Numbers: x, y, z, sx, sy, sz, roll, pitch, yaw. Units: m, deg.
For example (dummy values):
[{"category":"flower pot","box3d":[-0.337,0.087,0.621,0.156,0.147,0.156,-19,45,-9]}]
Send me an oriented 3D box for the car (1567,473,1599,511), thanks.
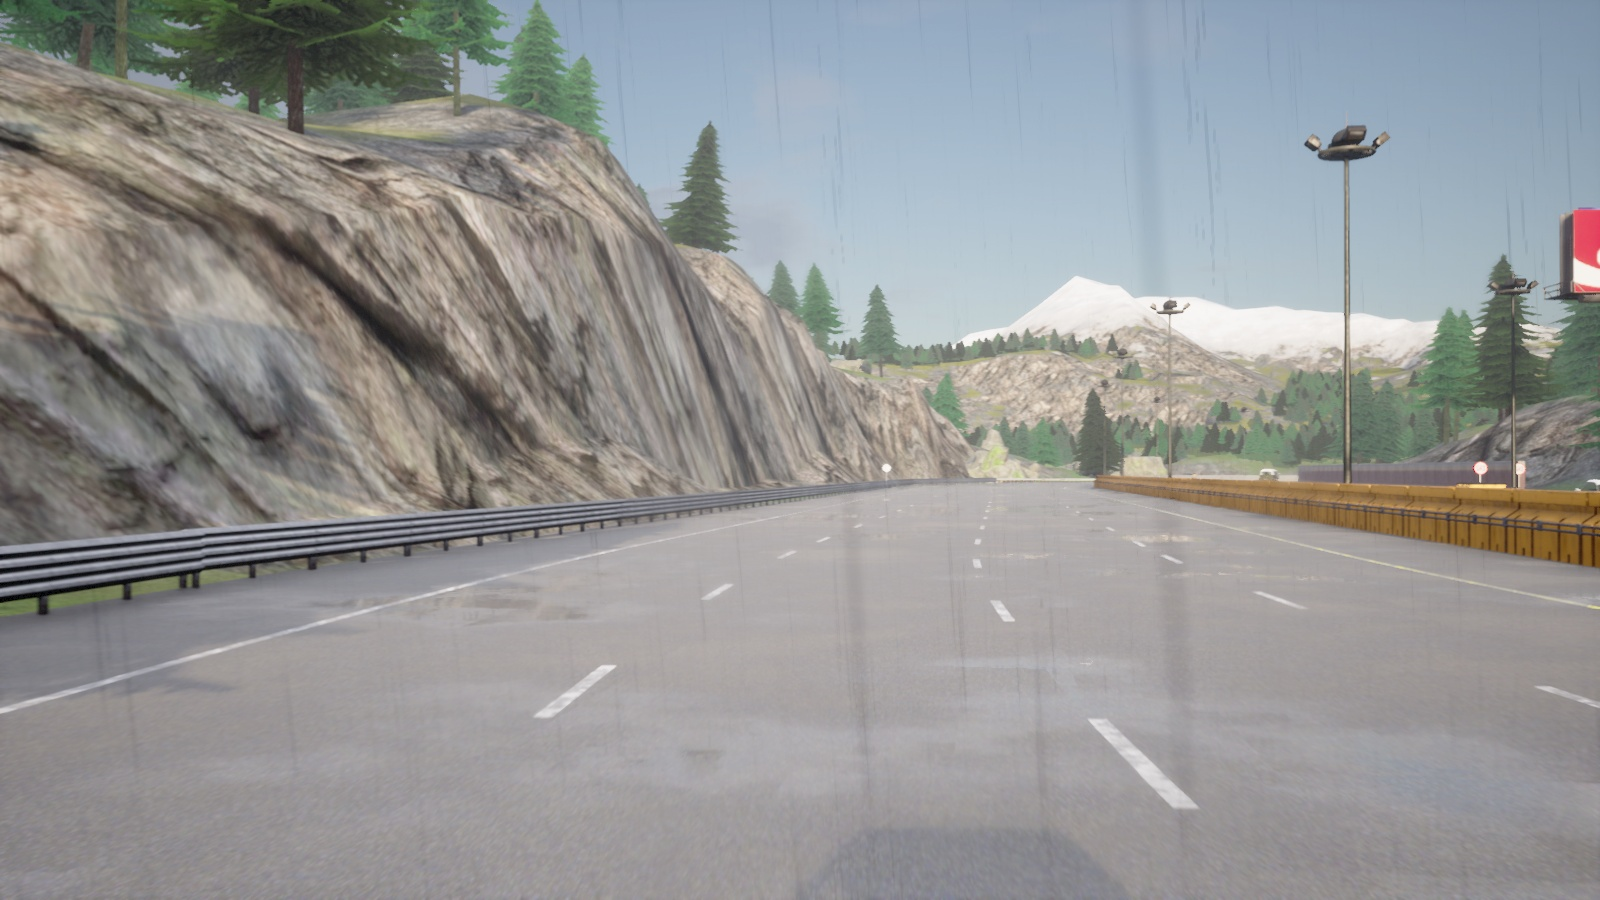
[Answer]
[{"category":"car","box3d":[30.069,1.548,47.102,1.481,1.376,2.207,0,0,9]}]
